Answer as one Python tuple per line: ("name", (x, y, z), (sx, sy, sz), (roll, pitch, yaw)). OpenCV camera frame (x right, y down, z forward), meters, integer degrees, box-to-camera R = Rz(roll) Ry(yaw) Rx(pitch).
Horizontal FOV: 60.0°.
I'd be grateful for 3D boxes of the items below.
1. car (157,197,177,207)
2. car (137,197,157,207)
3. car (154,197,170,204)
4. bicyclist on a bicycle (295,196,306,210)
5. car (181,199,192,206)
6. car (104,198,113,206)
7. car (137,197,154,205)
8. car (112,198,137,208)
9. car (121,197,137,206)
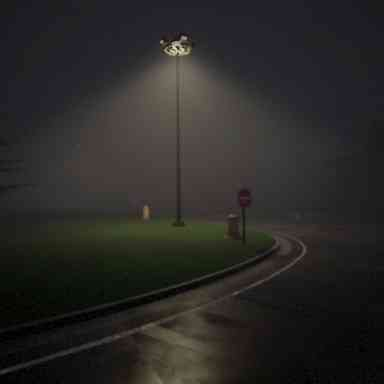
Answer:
("car", (-4.972, 1.809, 58.501), (2.033, 1.411, 5.357), (-1, 0, -26))
("car", (-8.075, 1.889, 56.879), (1.895, 1.301, 4.718), (-1, 0, -26))
("car", (-6.301, 1.751, 68.980), (1.994, 1.385, 4.181), (0, 0, -26))
("bicyclist on a bicycle", (12.848, 1.310, 39.367), (1.656, 1.620, 0.582), (-1, 0, -26))
("car", (-1.808, 1.835, 59.998), (1.895, 1.301, 4.718), (-1, 0, -26))
("car", (-15.715, 1.899, 64.332), (1.837, 1.490, 4.892), (0, 0, -26))
("car", (-9.438, 1.850, 67.431), (1.837, 1.490, 4.892), (0, 0, -26))
("car", (-11.248, 1.864, 55.402), (2.033, 1.411, 5.357), (-1, 0, -26))
("car", (-12.577, 1.845, 65.882), (1.882, 1.535, 5.008), (0, 0, -26))
